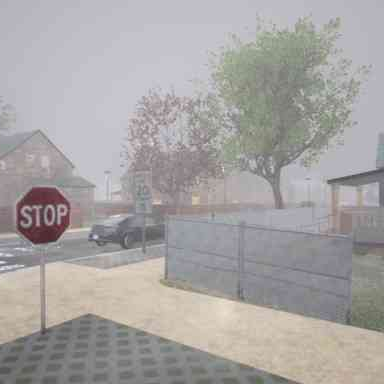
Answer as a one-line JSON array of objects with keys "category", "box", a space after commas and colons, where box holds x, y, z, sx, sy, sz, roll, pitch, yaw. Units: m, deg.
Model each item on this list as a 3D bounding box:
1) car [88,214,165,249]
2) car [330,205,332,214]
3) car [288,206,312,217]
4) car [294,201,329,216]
[{"category": "car", "box": [-2.667, 1.743, 15.637, 1.812, 1.442, 4.674, -1, -2, 35]}, {"category": "car", "box": [20.664, 2.687, 49.368, 2.033, 1.411, 5.357, -1, -2, 35]}, {"category": "car", "box": [15.076, 2.666, 46.121, 1.895, 1.301, 4.718, -1, -2, 35]}, {"category": "car", "box": [14.871, 2.131, 40.914, 2.150, 2.045, 5.566, -1, -2, 35]}]
